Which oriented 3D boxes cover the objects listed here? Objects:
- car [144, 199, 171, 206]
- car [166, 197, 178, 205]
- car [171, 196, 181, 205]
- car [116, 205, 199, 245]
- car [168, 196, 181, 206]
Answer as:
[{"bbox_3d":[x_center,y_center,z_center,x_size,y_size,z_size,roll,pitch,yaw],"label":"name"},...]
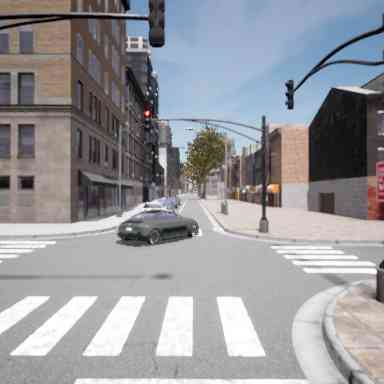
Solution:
[{"bbox_3d":[-2.837,1.485,24.589,1.812,1.442,4.674,0,0,0],"label":"car"},{"bbox_3d":[-2.833,1.489,34.199,2.033,1.411,5.357,0,0,0],"label":"car"},{"bbox_3d":[-2.799,1.453,43.912,1.812,1.442,4.674,0,0,0],"label":"car"},{"bbox_3d":[-1.499,1.541,15.638,1.994,1.385,4.181,1,1,36],"label":"car"},{"bbox_3d":[-2.779,1.418,54.003,1.837,1.490,4.892,0,0,0],"label":"car"}]
